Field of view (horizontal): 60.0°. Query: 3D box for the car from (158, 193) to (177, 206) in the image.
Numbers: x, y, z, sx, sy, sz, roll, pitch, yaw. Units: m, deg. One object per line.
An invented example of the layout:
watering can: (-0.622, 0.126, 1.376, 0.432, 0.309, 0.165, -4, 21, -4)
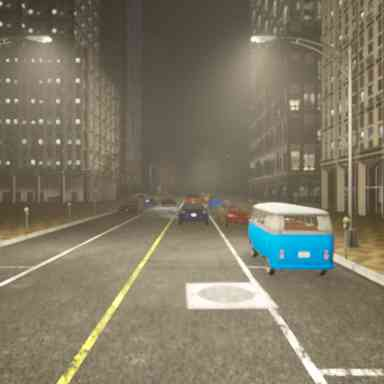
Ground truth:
car: (-3.081, 1.224, 45.411, 1.895, 1.301, 4.718, 0, 1, 0)

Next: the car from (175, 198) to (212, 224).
car: (0.105, 1.385, 22.810, 1.994, 1.385, 4.181, 0, 1, 0)

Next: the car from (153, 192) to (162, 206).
car: (-5.674, 1.158, 47.070, 2.008, 1.369, 4.403, 1, 1, 0)

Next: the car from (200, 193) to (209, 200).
car: (2.712, 0.901, 73.631, 1.887, 1.381, 4.507, 1, 1, 0)

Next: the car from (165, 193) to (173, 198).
car: (-5.778, 0.830, 84.257, 1.802, 1.307, 4.206, 1, 1, 0)

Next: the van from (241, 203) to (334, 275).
van: (2.701, 1.265, 9.862, 1.690, 1.788, 3.998, 0, 0, 0)

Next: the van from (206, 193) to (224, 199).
van: (2.707, 1.046, 36.433, 1.690, 1.788, 3.998, 1, 1, 0)

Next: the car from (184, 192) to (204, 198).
car: (0.109, 1.012, 41.326, 2.097, 1.767, 4.553, 0, 0, 0)

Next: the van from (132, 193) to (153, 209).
van: (-5.674, 1.045, 36.443, 1.690, 1.788, 3.998, 1, 1, 0)

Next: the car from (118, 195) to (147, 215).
car: (-5.677, 1.295, 31.132, 1.887, 1.381, 4.507, 1, 0, 0)

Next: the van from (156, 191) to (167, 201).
van: (-5.669, 0.799, 63.008, 1.690, 1.788, 3.998, 1, 1, 0)

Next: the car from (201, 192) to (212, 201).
car: (2.711, 0.899, 63.003, 1.967, 1.590, 4.097, 1, 1, 0)

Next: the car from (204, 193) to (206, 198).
car: (2.708, 1.083, 52.546, 1.752, 1.417, 4.829, 1, 1, 0)

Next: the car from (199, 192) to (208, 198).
car: (2.825, 0.800, 84.255, 2.008, 1.369, 4.403, 1, 1, 0)

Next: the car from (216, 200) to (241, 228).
car: (2.701, 1.422, 20.493, 1.802, 1.307, 4.206, 1, 0, 0)

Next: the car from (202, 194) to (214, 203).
car: (2.709, 1.054, 57.691, 1.887, 1.381, 4.507, 1, 1, 0)

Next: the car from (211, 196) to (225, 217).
car: (2.703, 1.320, 25.975, 1.752, 1.417, 4.829, 1, 1, 0)
